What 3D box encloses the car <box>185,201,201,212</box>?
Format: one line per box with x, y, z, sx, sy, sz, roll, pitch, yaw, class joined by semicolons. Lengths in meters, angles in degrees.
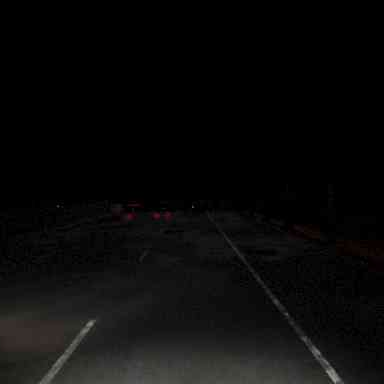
0.096;1.858;42.269;1.994;1.385;4.181;0;-2;0;car

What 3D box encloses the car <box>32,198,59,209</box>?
-21.071;1.811;48.579;2.150;2.045;5.566;0;-3;0;car

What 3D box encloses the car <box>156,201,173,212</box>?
-3.403;1.816;42.120;1.812;1.442;4.674;0;-2;0;car

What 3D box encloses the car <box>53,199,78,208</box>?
-17.579;2.123;47.439;1.895;1.301;4.718;0;-3;0;car

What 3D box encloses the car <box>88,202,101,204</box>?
-14.080;2.113;48.190;2.033;1.411;5.357;0;-3;0;car

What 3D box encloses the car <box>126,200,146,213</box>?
-6.904;1.767;41.256;1.837;1.490;4.892;0;-1;0;car
